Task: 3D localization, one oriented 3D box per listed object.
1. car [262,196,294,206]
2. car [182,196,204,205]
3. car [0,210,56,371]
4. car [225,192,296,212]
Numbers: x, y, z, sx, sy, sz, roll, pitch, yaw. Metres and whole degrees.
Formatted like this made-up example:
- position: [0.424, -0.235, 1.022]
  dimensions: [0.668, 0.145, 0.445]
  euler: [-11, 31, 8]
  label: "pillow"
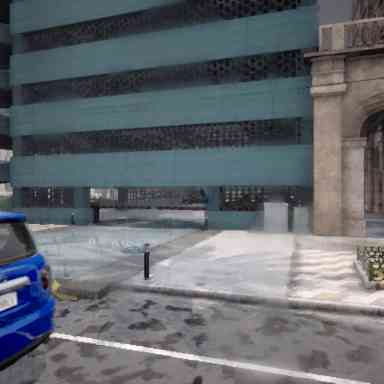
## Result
- position: [13.587, 1.412, 52.333]
  dimensions: [4.786, 1.482, 2.161]
  euler: [0, 0, 18]
  label: "car"
- position: [0.712, 1.319, 52.234]
  dimensions: [4.674, 1.452, 2.002]
  euler: [0, 0, 18]
  label: "car"
- position: [-4.469, 1.222, 4.246]
  dimensions: [5.566, 2.045, 2.150]
  euler: [0, 0, 18]
  label: "car"
- position: [4.573, 1.028, 23.612]
  dimensions: [5.566, 2.045, 2.435]
  euler: [0, 0, 18]
  label: "car"
